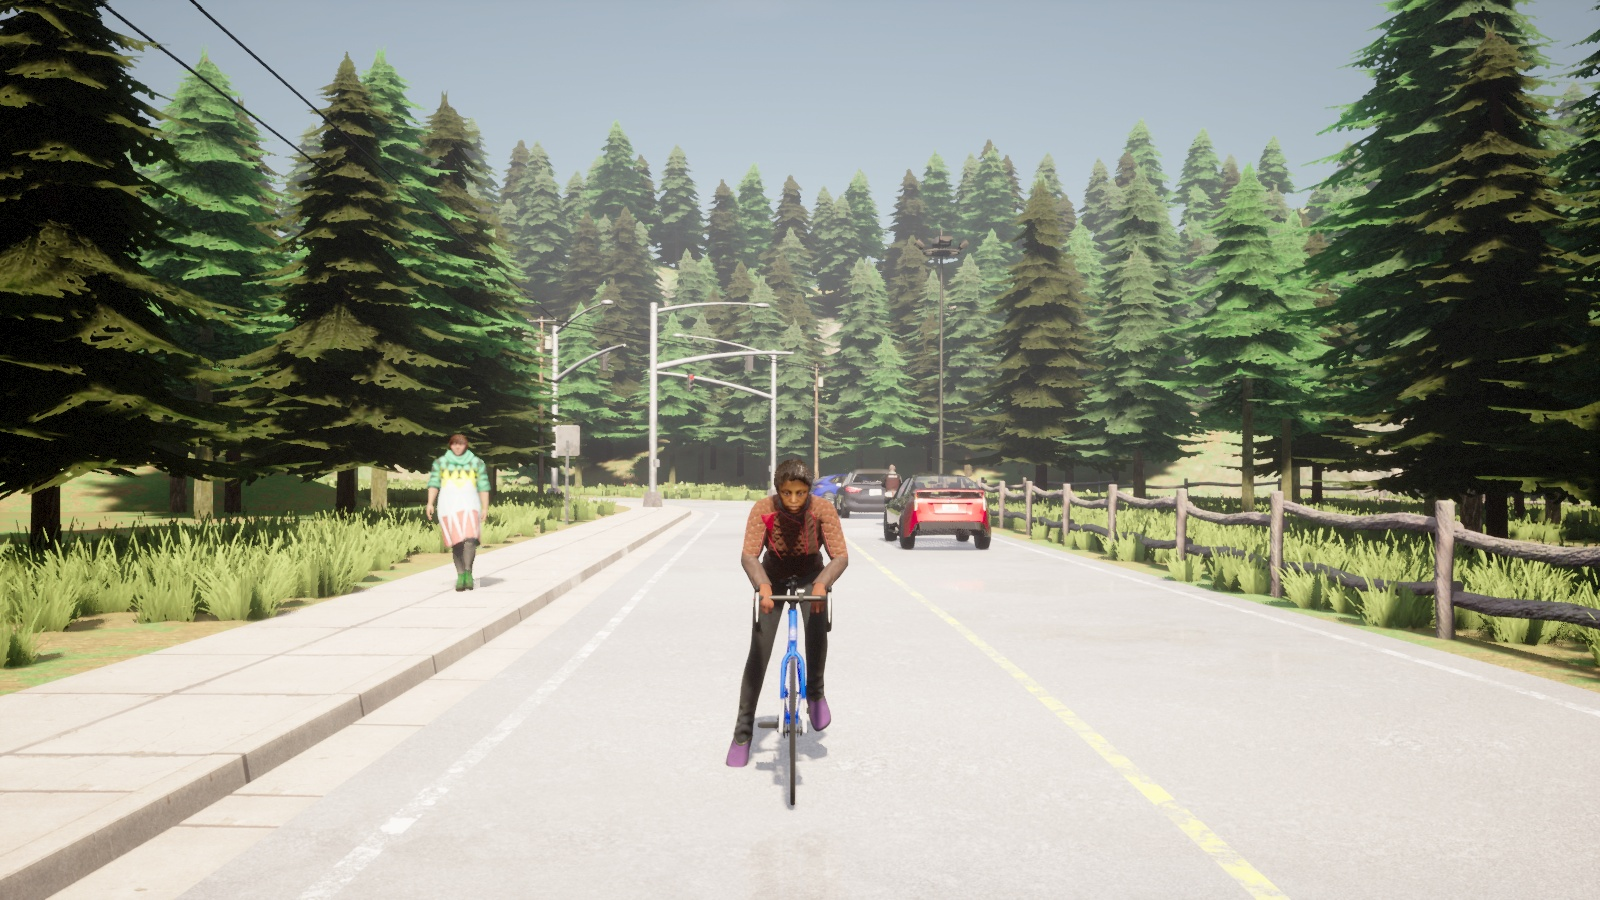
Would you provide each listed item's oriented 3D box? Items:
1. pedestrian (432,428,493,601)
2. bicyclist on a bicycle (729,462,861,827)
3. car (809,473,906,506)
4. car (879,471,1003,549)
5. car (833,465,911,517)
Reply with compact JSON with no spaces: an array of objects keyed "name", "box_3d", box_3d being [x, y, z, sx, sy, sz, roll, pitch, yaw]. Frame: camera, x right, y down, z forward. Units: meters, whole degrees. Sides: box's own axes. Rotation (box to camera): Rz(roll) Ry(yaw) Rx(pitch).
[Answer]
[{"name":"pedestrian","box_3d":[-3.942,0.736,14.701,0.659,1.952,0.873,0,-1,-13]},{"name":"bicyclist on a bicycle","box_3d":[-0.030,0.875,6.416,0.582,1.620,1.656,0,-1,-1]},{"name":"car","box_3d":[2.678,1.829,58.472,4.193,1.474,1.816,0,-1,-12]},{"name":"car","box_3d":[2.901,1.207,26.798,2.007,1.525,4.514,0,-1,-2]},{"name":"car","box_3d":[2.401,1.381,43.205,2.242,1.667,4.611,0,-1,-2]}]
